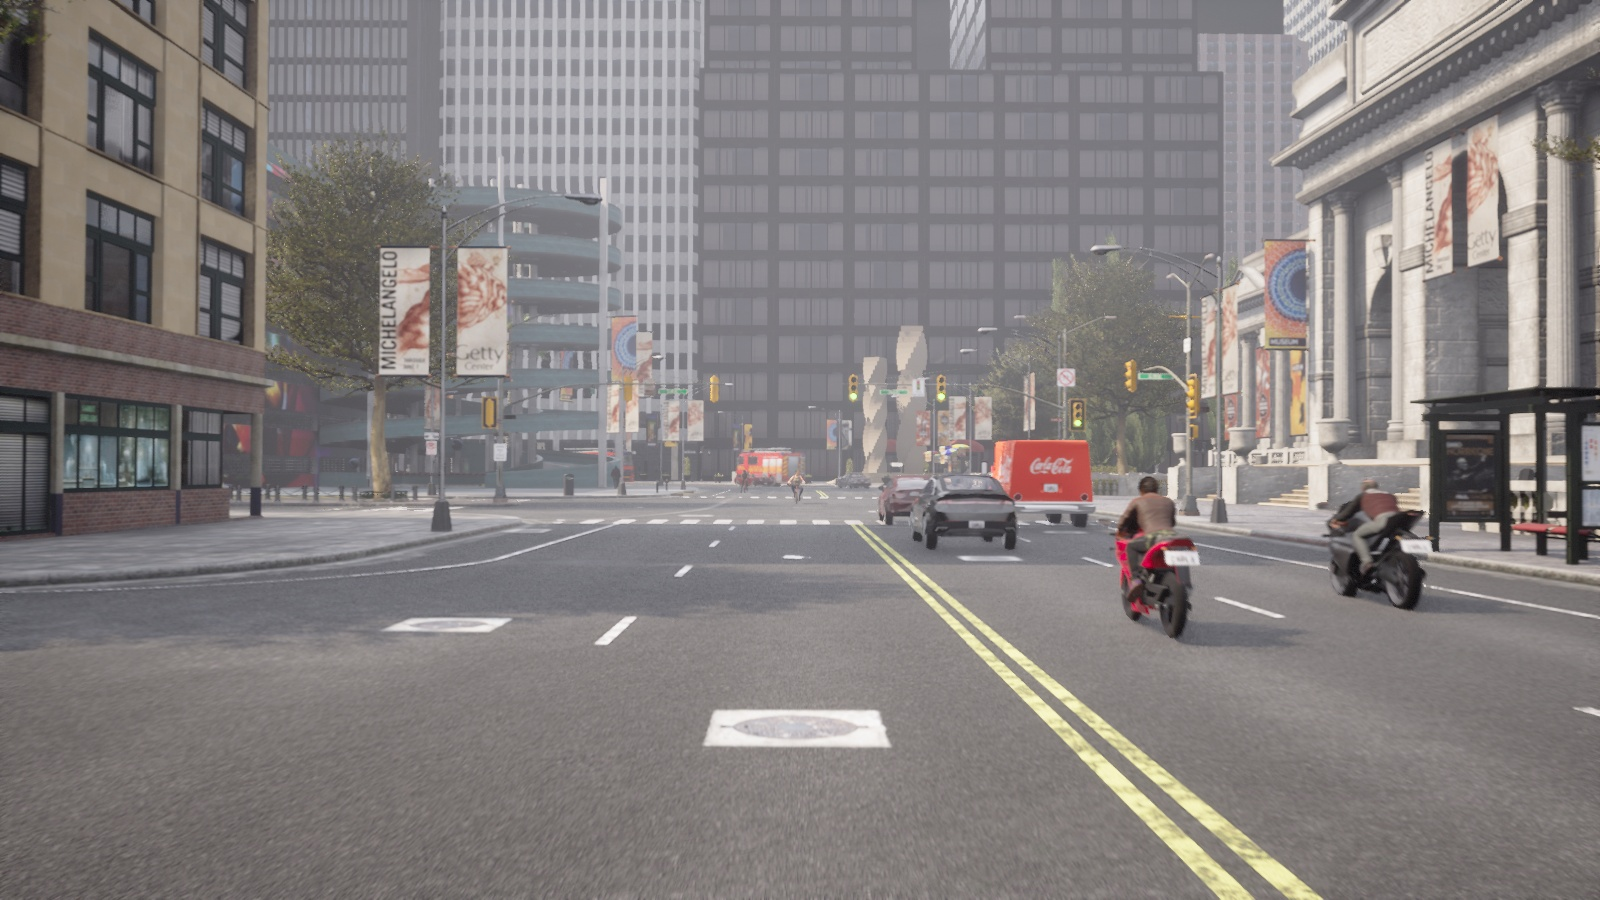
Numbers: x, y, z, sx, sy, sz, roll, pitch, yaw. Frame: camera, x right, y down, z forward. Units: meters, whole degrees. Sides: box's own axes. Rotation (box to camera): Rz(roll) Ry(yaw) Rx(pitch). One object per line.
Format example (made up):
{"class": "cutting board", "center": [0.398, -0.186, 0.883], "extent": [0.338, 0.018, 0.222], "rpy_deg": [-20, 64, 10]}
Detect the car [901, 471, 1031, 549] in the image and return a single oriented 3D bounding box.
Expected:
{"class": "car", "center": [3.435, 1.208, 26.937], "extent": [2.128, 1.511, 4.902], "rpy_deg": [0, -1, 0]}

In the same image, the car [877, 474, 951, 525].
{"class": "car", "center": [3.408, 1.469, 38.362], "extent": [1.812, 1.442, 4.674], "rpy_deg": [0, -1, 0]}

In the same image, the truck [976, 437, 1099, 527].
{"class": "truck", "center": [6.909, 0.923, 37.204], "extent": [2.627, 2.467, 5.204], "rpy_deg": [0, -1, 0]}

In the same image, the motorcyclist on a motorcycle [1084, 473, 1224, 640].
{"class": "motorcyclist on a motorcycle", "center": [3.470, 0.992, 12.507], "extent": [0.797, 1.523, 2.044], "rpy_deg": [0, -1, 0]}

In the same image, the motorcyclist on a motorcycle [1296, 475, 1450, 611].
{"class": "motorcyclist on a motorcycle", "center": [6.963, 1.080, 15.407], "extent": [0.866, 1.530, 2.191], "rpy_deg": [0, -1, 0]}
